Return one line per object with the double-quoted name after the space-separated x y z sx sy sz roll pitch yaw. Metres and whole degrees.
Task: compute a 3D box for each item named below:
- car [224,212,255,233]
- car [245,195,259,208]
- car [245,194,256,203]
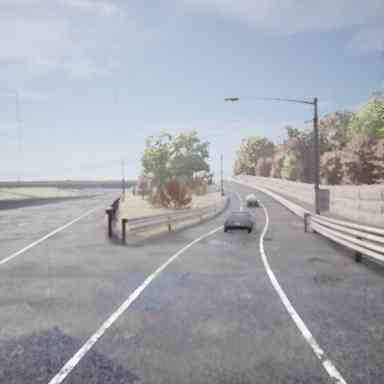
3.508 2.112 24.165 1.994 1.385 4.181 -1 -1 14 "car"
9.820 1.684 54.084 1.882 1.535 5.008 -1 2 9 "car"
11.292 1.242 64.082 1.812 1.442 4.674 -1 3 7 "car"
